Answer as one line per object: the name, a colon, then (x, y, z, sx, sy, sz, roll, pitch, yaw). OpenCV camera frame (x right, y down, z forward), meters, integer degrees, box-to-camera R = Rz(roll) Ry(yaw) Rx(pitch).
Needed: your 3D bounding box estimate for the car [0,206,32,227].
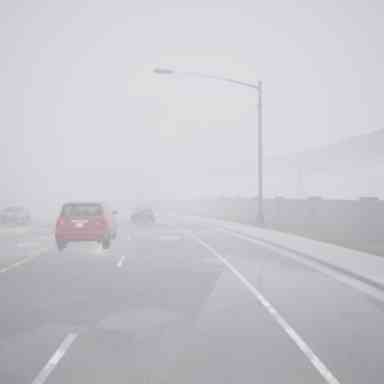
car: (-15.158, 1.975, 28.476, 2.097, 1.767, 4.553, 0, -1, -18)

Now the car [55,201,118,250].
car: (-4.835, 1.461, 15.779, 2.150, 2.045, 5.566, 0, -1, -8)

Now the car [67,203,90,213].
car: (-20.128, 2.811, 58.830, 1.801, 1.575, 5.366, 0, -1, -42)

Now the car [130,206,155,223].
car: (-4.703, 2.089, 31.160, 2.128, 1.511, 4.902, 0, -1, -16)
